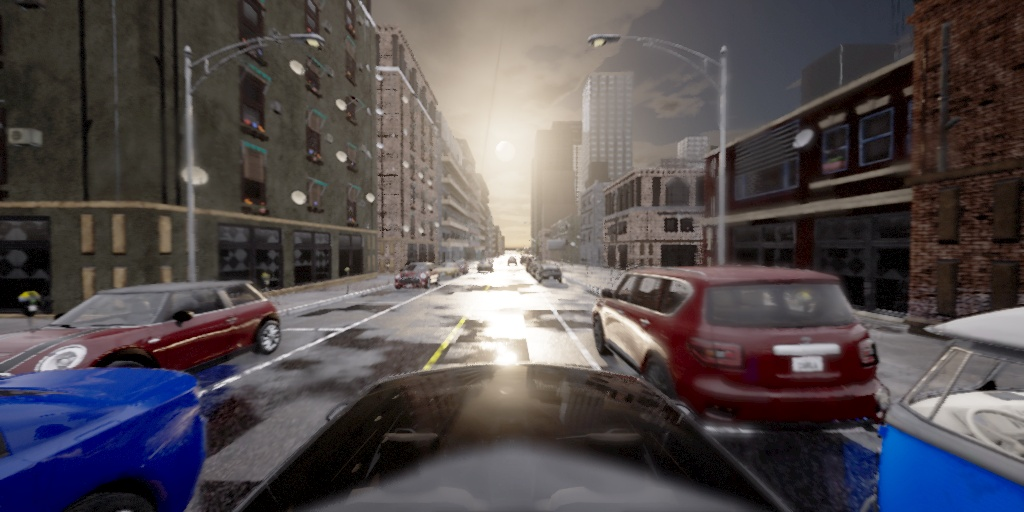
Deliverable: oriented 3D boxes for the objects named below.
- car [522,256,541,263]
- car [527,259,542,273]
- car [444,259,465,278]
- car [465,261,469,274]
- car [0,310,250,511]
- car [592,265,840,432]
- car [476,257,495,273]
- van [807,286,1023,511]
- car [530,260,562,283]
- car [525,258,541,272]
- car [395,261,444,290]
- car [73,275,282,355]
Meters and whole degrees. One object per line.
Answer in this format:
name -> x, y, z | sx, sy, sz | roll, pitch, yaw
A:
car -> 2.666, 0.937, 43.489 | 2.192, 1.841, 5.009 | 0, 0, 0
car -> 2.664, 1.223, 32.330 | 1.948, 1.339, 4.313 | 0, 0, 0
car -> -5.684, 1.184, 32.112 | 1.751, 1.417, 4.829 | 0, 0, 0
car -> -5.682, 1.080, 37.862 | 1.967, 1.591, 4.097 | 0, 0, 0
car -> -3.100, 1.232, 0.417 | 1.882, 1.535, 5.008 | 0, 0, 0
car -> 2.690, 1.053, 5.627 | 2.192, 1.841, 5.009 | 0, 0, 0
car -> -3.079, 1.174, 42.082 | 2.033, 1.411, 5.357 | 0, 0, 0
van -> 2.689, 1.095, 0.220 | 1.690, 1.789, 3.998 | 0, 0, 0
car -> 2.695, 1.235, 26.758 | 2.007, 1.370, 4.403 | 0, 0, 0
car -> 2.665, 1.206, 37.909 | 1.948, 1.339, 4.313 | 0, 0, 0
car -> -5.687, 1.130, 21.858 | 1.967, 1.591, 4.097 | 0, 0, 0
car -> -5.691, 1.178, 5.636 | 1.967, 1.591, 4.097 | 0, 0, 0
